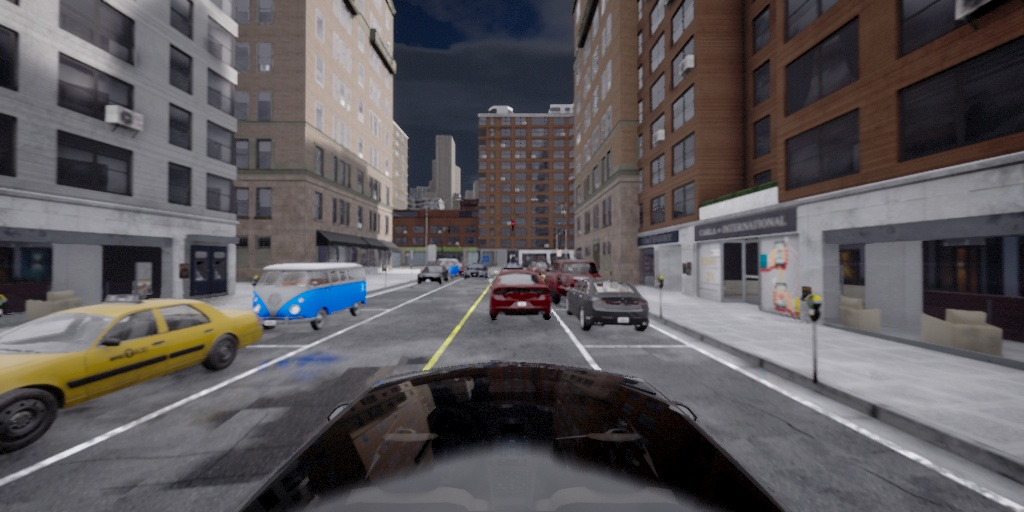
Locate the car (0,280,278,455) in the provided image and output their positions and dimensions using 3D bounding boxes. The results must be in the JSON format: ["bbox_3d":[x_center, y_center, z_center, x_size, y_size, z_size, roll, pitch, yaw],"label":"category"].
[{"bbox_3d":[-5.858,1.276,5.134,1.751,1.417,4.829,0,0,0],"label":"car"}]

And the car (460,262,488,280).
[{"bbox_3d":[-3.089,1.351,31.699,1.994,1.385,4.181,0,0,0],"label":"car"}]

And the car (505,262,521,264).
[{"bbox_3d":[0.093,1.272,28.079,2.128,1.511,4.902,0,0,0],"label":"car"}]

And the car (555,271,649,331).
[{"bbox_3d":[2.666,1.305,10.785,2.007,1.370,4.403,0,0,0],"label":"car"}]

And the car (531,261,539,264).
[{"bbox_3d":[2.662,1.229,32.715,1.967,1.591,4.097,0,0,0],"label":"car"}]

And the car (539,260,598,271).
[{"bbox_3d":[2.666,1.075,16.266,2.192,1.841,5.009,0,0,0],"label":"car"}]

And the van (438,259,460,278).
[{"bbox_3d":[-5.863,1.129,32.714,1.690,1.789,3.998,0,0,0],"label":"van"}]

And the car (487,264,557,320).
[{"bbox_3d":[0.190,1.234,12.792,1.882,1.535,5.008,0,0,-2],"label":"car"}]

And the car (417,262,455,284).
[{"bbox_3d":[-5.862,1.344,27.232,1.948,1.339,4.313,0,0,0],"label":"car"}]

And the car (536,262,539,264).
[{"bbox_3d":[2.664,1.294,21.919,1.751,1.417,4.829,0,0,0],"label":"car"}]

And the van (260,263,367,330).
[{"bbox_3d":[-5.859,1.095,10.787,1.690,1.789,3.998,0,0,0],"label":"van"}]
